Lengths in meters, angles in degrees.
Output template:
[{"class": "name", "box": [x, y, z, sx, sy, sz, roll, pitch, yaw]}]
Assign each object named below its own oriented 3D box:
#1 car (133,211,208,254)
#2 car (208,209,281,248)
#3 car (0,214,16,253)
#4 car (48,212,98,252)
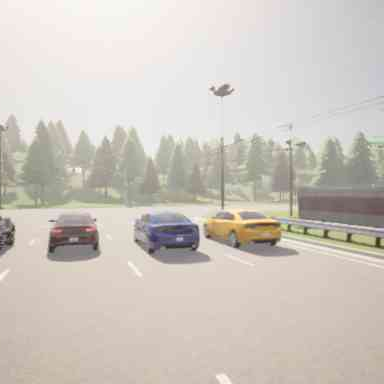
[{"class": "car", "box": [-1.252, 1.518, 13.985, 1.882, 1.535, 5.008, 0, 0, -19]}, {"class": "car", "box": [2.048, 1.507, 15.152, 1.882, 1.535, 5.008, 0, 0, -19]}, {"class": "car", "box": [-8.260, 1.420, 12.812, 2.097, 1.767, 4.553, 0, 0, -19]}, {"class": "car", "box": [-5.060, 1.583, 14.266, 1.812, 1.442, 4.674, 0, 0, -19]}]
